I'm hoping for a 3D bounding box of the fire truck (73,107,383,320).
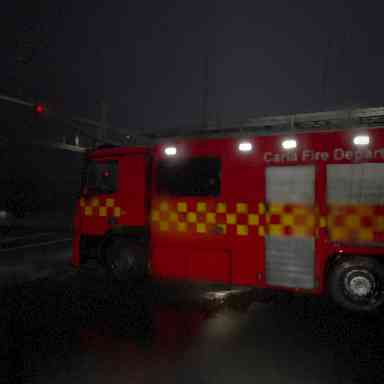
[{"bbox_3d":[1.289,0.342,8.050,8.468,3.827,2.891,0,0,24],"label":"fire truck"}]
